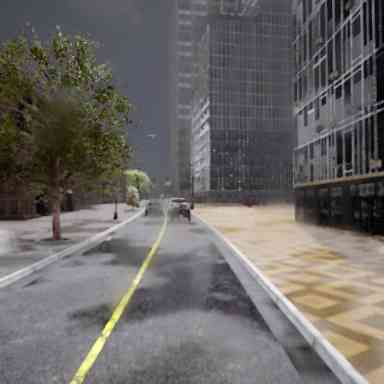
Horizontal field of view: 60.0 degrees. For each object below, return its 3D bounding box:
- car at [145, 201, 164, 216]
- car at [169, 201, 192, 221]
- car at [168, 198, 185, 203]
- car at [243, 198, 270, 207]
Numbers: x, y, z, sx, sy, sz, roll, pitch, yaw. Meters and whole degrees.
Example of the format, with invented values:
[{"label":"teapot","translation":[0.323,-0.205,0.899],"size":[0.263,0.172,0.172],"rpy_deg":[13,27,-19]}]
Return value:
[{"label":"car","translation":[-4.376,1.892,38.861],"size":[2.097,1.767,4.553],"rpy_deg":[0,-1,-5]},{"label":"car","translation":[-1.091,1.932,32.229],"size":[1.837,1.490,4.892],"rpy_deg":[0,-1,-4]},{"label":"car","translation":[-1.848,1.780,42.262],"size":[2.150,2.045,5.566],"rpy_deg":[0,-1,-5]},{"label":"car","translation":[12.282,2.036,63.737],"size":[5.009,1.841,2.192],"rpy_deg":[0,-2,14]}]
